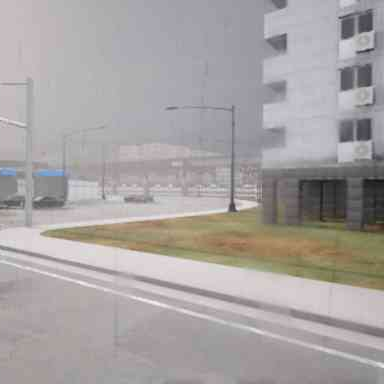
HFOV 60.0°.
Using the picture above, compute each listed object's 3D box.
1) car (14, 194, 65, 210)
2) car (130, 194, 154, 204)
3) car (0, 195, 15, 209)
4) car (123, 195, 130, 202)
[{"bbox_3d":[-15.735,1.110,35.235,1.812,1.442,4.674,1,1,35],"label":"car"},{"bbox_3d":[-7.444,1.049,52.253,1.837,1.490,4.892,1,0,14],"label":"car"},{"bbox_3d":[-19.358,1.045,36.183,1.837,1.490,4.892,1,1,36],"label":"car"},{"bbox_3d":[-10.098,1.085,56.708,1.895,1.301,4.718,1,0,9],"label":"car"}]
